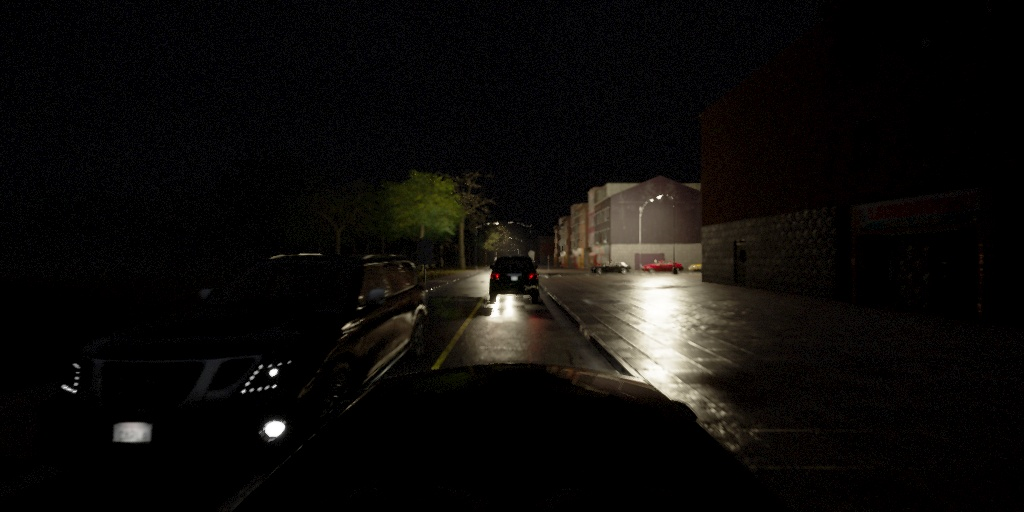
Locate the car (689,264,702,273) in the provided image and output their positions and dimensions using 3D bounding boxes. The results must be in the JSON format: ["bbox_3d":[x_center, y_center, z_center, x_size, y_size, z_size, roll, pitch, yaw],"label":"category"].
[{"bbox_3d":[21.338,0.988,38.148,4.829,1.417,1.751,0,0,0],"label":"car"}]

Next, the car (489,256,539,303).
[{"bbox_3d":[0.098,1.022,17.279,2.150,2.045,5.566,0,0,0],"label":"car"}]

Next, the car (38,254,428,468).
[{"bbox_3d":[-2.848,0.981,5.457,2.150,2.045,5.566,0,0,0],"label":"car"}]

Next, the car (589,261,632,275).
[{"bbox_3d":[10.445,1.252,38.152,4.403,1.370,2.007,0,0,0],"label":"car"}]

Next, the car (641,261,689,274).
[{"bbox_3d":[15.976,1.164,38.150,4.207,1.307,1.802,0,0,0],"label":"car"}]
